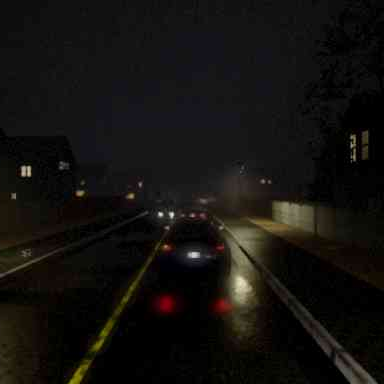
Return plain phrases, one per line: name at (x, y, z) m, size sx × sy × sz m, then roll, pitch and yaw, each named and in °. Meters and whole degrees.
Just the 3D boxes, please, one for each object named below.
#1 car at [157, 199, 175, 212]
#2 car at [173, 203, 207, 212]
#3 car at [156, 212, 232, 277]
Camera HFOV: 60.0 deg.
car at (-2.774, 1.483, 37.882) m, size 2.033 × 1.411 × 5.357 m, roll 0°, pitch 0°, yaw 1°
car at (0.057, 1.490, 23.066) m, size 2.033 × 1.411 × 5.357 m, roll 0°, pitch 0°, yaw 1°
car at (0.068, 1.517, 10.153) m, size 1.994 × 1.385 × 4.181 m, roll 0°, pitch 0°, yaw 1°
